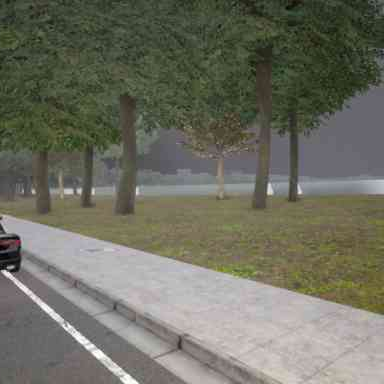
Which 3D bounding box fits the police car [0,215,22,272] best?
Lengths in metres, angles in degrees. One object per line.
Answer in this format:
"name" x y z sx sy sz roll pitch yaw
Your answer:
"police car" -6.567 1.387 9.867 1.930 1.638 5.238 0 0 -40
